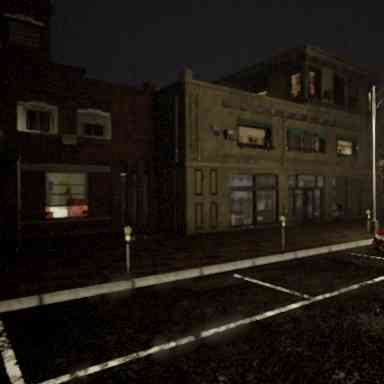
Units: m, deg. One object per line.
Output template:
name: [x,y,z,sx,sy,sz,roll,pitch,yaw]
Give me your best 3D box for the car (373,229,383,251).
car: [8.604,1.552,12.690,4.206,1.307,1.802,0,0,-35]
